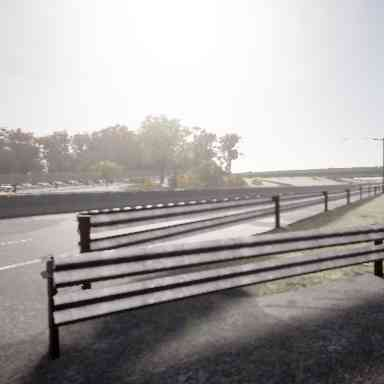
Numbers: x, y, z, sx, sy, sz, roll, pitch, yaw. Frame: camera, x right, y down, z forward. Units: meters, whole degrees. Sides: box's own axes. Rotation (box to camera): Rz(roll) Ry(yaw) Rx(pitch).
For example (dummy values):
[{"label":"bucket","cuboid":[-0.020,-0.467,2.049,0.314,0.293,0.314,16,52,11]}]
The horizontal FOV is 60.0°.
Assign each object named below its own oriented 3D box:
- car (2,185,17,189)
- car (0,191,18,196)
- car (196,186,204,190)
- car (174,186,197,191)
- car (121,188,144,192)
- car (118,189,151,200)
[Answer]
[{"label":"car","cuboid":[-31.267,-0.482,55.919,1.812,1.442,4.674,-1,3,13]},{"label":"car","cuboid":[-15.450,0.856,26.252,1.882,1.535,5.008,0,1,33]},{"label":"car","cuboid":[0.194,-0.272,56.584,1.882,1.535,5.008,0,1,33]},{"label":"car","cuboid":[-1.701,0.324,47.331,1.837,1.490,4.892,0,1,34]},{"label":"car","cuboid":[-8.344,0.330,43.589,2.097,1.767,4.553,0,1,33]},{"label":"car","cuboid":[-8.486,0.356,49.738,1.882,1.535,5.008,0,1,34]}]
